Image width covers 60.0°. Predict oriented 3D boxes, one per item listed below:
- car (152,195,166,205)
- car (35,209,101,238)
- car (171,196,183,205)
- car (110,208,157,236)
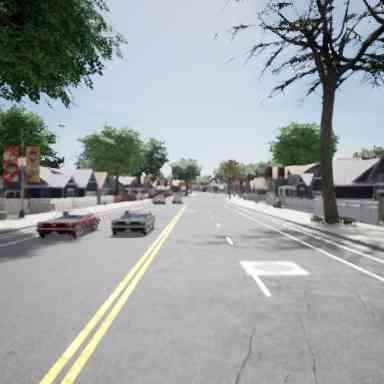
[{"bbox_3d":[-5.926,1.379,59.898,2.097,1.767,4.553,0,0,2],"label":"car"},{"bbox_3d":[-6.451,1.623,17.816,1.895,1.301,4.718,0,0,1],"label":"car"},{"bbox_3d":[-2.655,1.532,60.837,1.837,1.490,4.892,0,0,2],"label":"car"},{"bbox_3d":[-3.192,1.626,18.843,1.895,1.301,4.718,0,0,1],"label":"car"}]
